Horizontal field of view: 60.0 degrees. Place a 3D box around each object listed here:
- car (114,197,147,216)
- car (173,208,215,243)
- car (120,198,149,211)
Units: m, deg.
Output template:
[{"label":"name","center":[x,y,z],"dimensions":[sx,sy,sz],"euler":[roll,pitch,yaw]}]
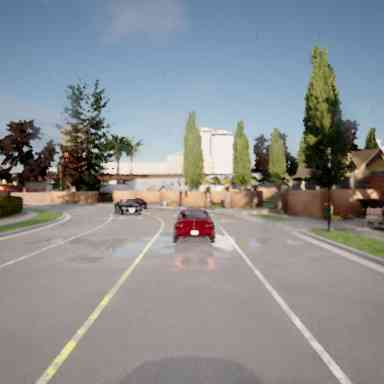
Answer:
[{"label":"car","center":[-6.060,1.408,31.142],"dimensions":[2.128,1.511,4.902],"euler":[0,0,-21]},{"label":"car","center":[0.067,1.476,15.790],"dimensions":[1.812,1.442,4.674],"euler":[0,0,-1]},{"label":"car","center":[-7.203,1.454,41.272],"dimensions":[1.837,1.490,4.892],"euler":[1,-1,-33]}]
